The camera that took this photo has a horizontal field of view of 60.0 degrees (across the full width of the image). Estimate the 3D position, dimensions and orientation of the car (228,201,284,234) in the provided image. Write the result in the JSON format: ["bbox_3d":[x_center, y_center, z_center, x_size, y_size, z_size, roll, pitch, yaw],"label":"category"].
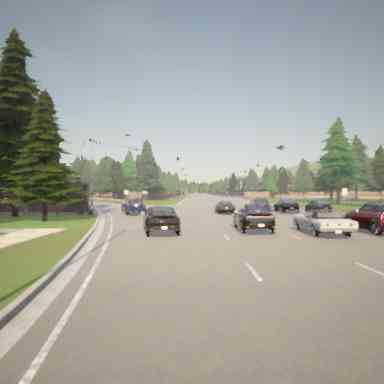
[{"bbox_3d":[3.602,1.534,19.714,2.128,1.511,4.902,0,0,0],"label":"car"}]

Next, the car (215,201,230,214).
[{"bbox_3d":[3.604,1.642,36.517,1.994,1.385,4.181,0,0,0],"label":"car"}]

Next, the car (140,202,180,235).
[{"bbox_3d":[-1.822,1.546,19.042,1.837,1.490,4.892,0,0,-11],"label":"car"}]

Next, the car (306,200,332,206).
[{"bbox_3d":[14.090,1.605,37.140,1.812,1.442,4.674,0,0,0],"label":"car"}]

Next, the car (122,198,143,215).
[{"bbox_3d":[-6.182,1.427,35.058,2.097,1.767,4.553,0,0,-18],"label":"car"}]

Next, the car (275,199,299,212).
[{"bbox_3d":[10.606,1.558,37.637,1.882,1.535,5.008,0,0,0],"label":"car"}]

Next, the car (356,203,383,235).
[{"bbox_3d":[10.603,1.393,19.016,2.097,1.767,4.553,0,0,0],"label":"car"}]

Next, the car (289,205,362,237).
[{"bbox_3d":[7.102,1.640,18.313,1.895,1.301,4.718,0,0,0],"label":"car"}]

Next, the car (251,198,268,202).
[{"bbox_3d":[7.104,1.428,35.765,2.097,1.767,4.553,0,0,0],"label":"car"}]
